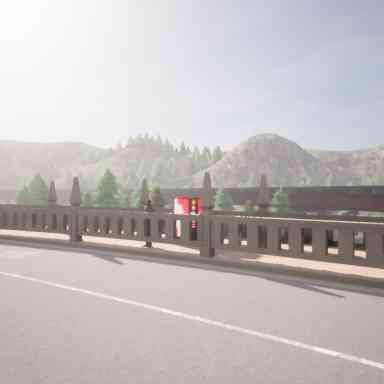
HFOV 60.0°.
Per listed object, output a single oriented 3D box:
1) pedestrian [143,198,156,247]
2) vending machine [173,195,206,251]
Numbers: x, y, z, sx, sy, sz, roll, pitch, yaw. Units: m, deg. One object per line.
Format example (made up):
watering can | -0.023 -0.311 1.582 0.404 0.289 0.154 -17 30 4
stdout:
pedestrian | -1.663 1.141 12.523 0.375 1.860 0.375 0 0 31
vending machine | -0.080 1.195 13.286 0.880 2.100 1.100 0 0 31
